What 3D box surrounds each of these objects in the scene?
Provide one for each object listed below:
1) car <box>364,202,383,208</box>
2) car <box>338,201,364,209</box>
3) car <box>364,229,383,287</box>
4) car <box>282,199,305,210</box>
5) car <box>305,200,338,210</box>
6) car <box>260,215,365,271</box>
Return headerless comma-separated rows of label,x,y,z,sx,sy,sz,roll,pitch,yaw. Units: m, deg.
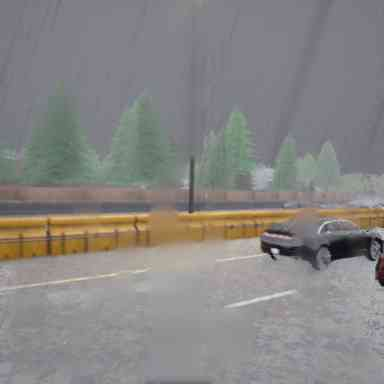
car,21.581,1.850,37.008,5.357,1.411,2.033,1,0,-41
car,20.024,1.797,40.325,4.674,1.442,1.812,1,0,-41
car,6.390,1.654,8.173,4.181,1.385,1.994,1,0,-34
car,13.971,1.655,44.339,4.902,1.511,2.128,1,0,-41
car,16.691,1.813,42.038,4.718,1.301,1.895,1,0,-41
car,4.449,1.545,11.085,4.902,1.511,2.128,1,0,-34
